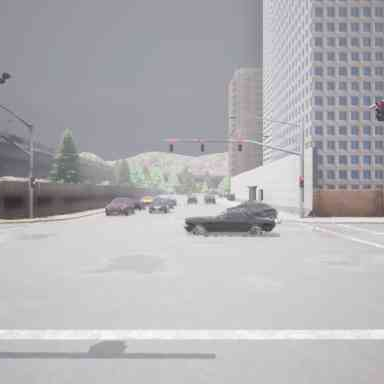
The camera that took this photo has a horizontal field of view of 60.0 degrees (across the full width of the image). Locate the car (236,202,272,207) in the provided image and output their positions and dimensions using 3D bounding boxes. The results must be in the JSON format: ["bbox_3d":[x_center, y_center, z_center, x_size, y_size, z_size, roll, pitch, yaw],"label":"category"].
[{"bbox_3d":[4.486,1.521,25.660,1.837,1.490,4.892,-4,3,-29],"label":"car"}]

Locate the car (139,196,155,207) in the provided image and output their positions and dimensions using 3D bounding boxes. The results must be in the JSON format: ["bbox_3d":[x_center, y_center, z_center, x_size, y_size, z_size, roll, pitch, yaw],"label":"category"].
[{"bbox_3d":[-7.032,1.478,52.341,1.882,1.535,5.008,0,0,0],"label":"car"}]

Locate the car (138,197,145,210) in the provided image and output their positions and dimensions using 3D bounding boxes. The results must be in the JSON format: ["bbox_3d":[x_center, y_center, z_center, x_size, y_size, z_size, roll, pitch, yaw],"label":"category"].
[{"bbox_3d":[-7.049,1.601,41.897,1.895,1.301,4.718,0,0,0],"label":"car"}]

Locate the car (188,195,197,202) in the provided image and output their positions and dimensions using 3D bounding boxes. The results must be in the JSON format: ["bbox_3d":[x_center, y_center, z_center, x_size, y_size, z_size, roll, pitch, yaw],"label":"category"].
[{"bbox_3d":[0.078,1.328,74.507,1.837,1.490,4.892,0,0,0],"label":"car"}]

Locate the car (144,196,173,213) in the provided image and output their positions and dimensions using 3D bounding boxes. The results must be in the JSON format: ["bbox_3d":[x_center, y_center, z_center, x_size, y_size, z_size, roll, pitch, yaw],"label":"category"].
[{"bbox_3d":[-3.550,1.492,36.497,2.128,1.511,4.902,0,0,0],"label":"car"}]

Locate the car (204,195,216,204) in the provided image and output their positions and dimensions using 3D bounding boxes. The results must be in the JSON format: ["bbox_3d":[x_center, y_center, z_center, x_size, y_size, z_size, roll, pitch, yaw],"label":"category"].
[{"bbox_3d":[3.568,1.505,64.280,1.837,1.490,4.892,0,0,0],"label":"car"}]

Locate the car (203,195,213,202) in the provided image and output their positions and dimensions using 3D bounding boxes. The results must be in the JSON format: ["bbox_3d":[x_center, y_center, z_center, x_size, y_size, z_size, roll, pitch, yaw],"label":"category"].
[{"bbox_3d":[3.578,1.367,74.502,2.033,1.411,5.357,0,0,0],"label":"car"}]

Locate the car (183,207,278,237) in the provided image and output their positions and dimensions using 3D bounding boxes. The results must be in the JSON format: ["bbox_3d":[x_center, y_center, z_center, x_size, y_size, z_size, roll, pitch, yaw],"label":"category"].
[{"bbox_3d":[1.895,1.629,17.690,4.718,1.301,1.895,0,0,0],"label":"car"}]

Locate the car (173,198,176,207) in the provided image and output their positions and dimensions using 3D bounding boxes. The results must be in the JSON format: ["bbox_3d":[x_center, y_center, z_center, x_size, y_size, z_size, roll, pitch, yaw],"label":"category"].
[{"bbox_3d":[-3.550,1.564,45.416,1.994,1.385,4.181,0,0,-1],"label":"car"}]

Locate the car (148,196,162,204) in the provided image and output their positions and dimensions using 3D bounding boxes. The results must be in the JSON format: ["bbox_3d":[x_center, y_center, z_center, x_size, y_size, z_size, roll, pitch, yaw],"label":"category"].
[{"bbox_3d":[-6.985,1.478,63.327,1.882,1.535,5.008,0,0,1],"label":"car"}]

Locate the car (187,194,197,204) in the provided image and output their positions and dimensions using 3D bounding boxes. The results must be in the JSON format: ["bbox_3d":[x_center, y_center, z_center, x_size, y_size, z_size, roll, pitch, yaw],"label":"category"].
[{"bbox_3d":[0.068,1.478,64.285,1.882,1.535,5.008,0,0,0],"label":"car"}]

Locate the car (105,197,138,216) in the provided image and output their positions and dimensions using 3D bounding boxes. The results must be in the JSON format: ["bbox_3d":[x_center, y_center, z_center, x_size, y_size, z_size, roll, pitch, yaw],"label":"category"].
[{"bbox_3d":[-7.059,1.352,32.911,2.097,1.767,4.553,0,0,0],"label":"car"}]
